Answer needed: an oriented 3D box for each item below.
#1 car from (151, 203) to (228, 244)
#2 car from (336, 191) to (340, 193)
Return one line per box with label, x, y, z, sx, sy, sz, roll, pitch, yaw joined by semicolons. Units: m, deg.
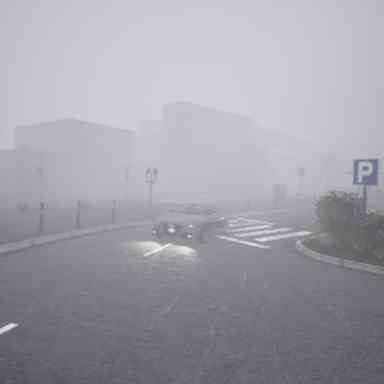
car;0.063;1.165;13.790;1.994;1.385;4.181;3;2;24
car;11.767;0.698;26.407;4.902;1.511;2.128;-2;4;-40
